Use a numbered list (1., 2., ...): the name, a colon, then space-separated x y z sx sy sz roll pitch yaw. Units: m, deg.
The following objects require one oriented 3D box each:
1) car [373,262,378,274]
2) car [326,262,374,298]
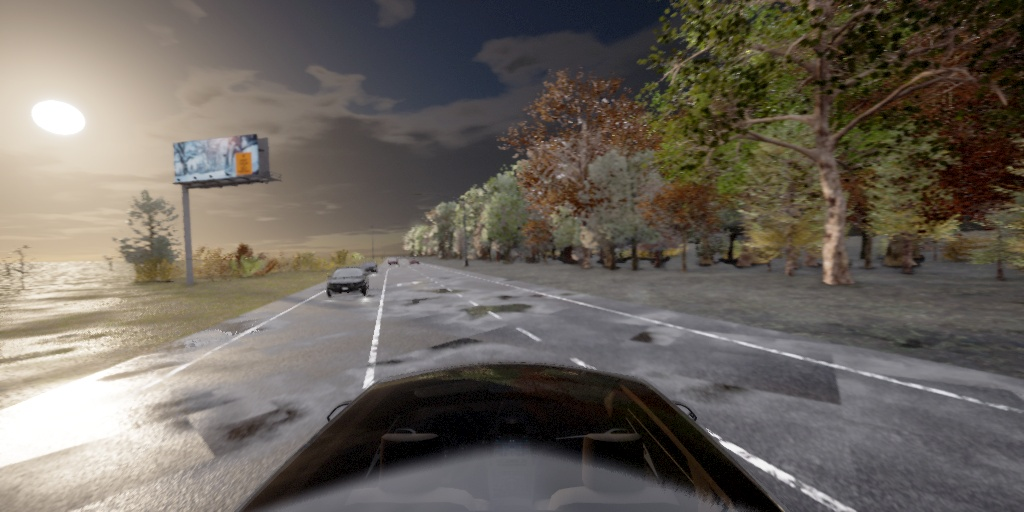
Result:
1. car: -17.057 1.420 42.991 2.033 1.411 5.357 -2 1 -19
2. car: -9.039 1.337 20.039 1.882 1.535 5.008 -2 1 -19
